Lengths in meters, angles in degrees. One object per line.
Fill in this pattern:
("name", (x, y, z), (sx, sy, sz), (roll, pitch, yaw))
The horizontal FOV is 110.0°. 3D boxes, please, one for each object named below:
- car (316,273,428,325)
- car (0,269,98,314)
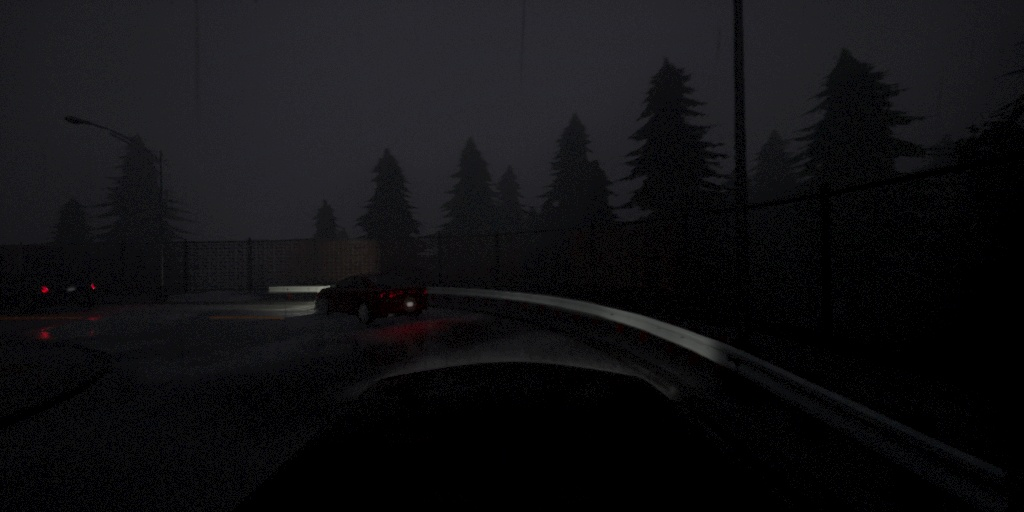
("car", (-4.987, 1.344, 12.520), (5.008, 1.535, 1.882), (-1, -1, 40))
("car", (-20.722, 1.452, 15.303), (4.553, 1.767, 2.097), (-1, 0, 4))
